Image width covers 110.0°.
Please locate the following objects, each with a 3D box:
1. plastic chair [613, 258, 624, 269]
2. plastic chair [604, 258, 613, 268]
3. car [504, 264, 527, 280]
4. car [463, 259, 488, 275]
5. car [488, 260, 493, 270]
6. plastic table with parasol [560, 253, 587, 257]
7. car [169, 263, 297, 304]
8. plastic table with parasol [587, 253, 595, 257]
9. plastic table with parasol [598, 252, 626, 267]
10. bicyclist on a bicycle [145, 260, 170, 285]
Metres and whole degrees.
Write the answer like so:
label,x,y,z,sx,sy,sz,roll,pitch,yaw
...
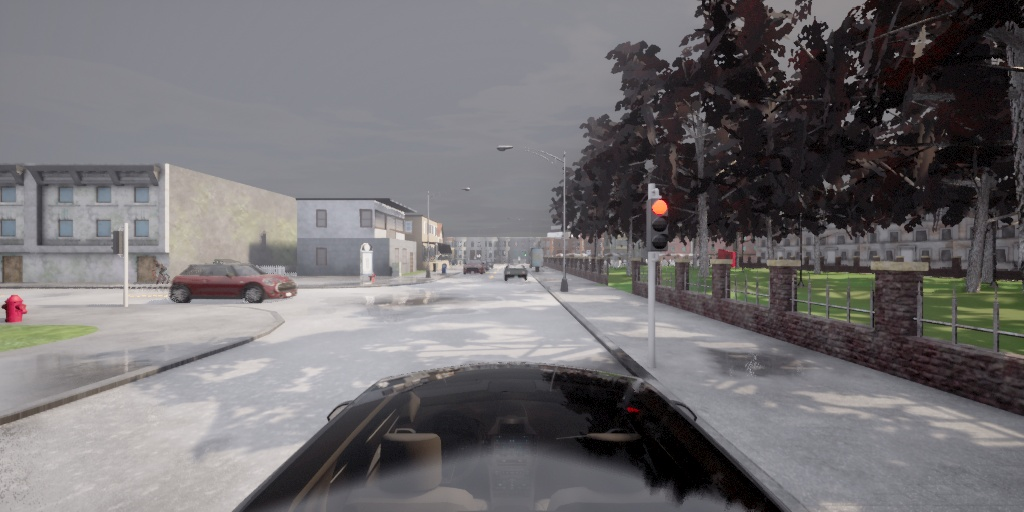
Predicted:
label,x,y,z,sx,sy,sz,roll,pitch,yaw
plastic chair,16.012,1.296,54.032,0.750,1.272,0.730,0,0,-40
plastic chair,14.306,1.306,54.128,0.730,1.272,0.750,0,0,-35
car,0.236,1.351,30.652,1.895,1.301,4.718,0,0,-2
car,-4.108,1.102,39.537,2.097,1.767,4.553,0,0,0
car,-4.108,1.297,49.052,2.033,1.411,5.357,0,0,0
plastic table with parasol,9.959,0.684,57.767,2.482,2.480,2.482,0,0,-40
car,-12.101,1.102,15.798,4.553,1.767,2.097,0,0,-1
plastic table with parasol,14.655,0.673,63.244,2.482,2.480,2.482,0,0,-42
plastic table with parasol,15.279,0.694,55.030,2.482,2.480,2.482,0,0,-40
bicyclist on a bicycle,-23.866,1.098,24.154,0.582,1.620,1.656,0,0,0
